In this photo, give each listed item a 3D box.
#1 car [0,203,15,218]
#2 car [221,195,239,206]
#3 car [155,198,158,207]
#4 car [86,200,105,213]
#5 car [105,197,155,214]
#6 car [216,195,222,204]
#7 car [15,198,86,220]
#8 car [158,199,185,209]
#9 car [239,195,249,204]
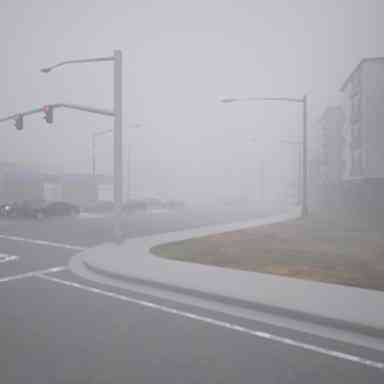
[{"bbox_3d":[-15.123,1.386,30.199,2.097,1.767,4.553,0,0,36],"label":"car"},{"bbox_3d":[6.259,1.595,54.579,1.994,1.385,4.181,0,0,5],"label":"car"},{"bbox_3d":[-5.969,1.514,46.472,1.882,1.535,5.008,0,0,16],"label":"car"},{"bbox_3d":[-10.204,1.598,37.306,1.994,1.385,4.181,0,0,31],"label":"car"},{"bbox_3d":[-6.690,1.522,36.382,2.128,1.511,4.902,0,0,30],"label":"car"},{"bbox_3d":[5.993,1.390,64.535,2.097,1.767,4.553,0,0,-8],"label":"car"},{"bbox_3d":[-12.003,1.507,28.532,1.882,1.535,5.008,0,0,36],"label":"car"},{"bbox_3d":[-2.544,1.633,45.665,1.895,1.301,4.718,0,0,16],"label":"car"},{"bbox_3d":[9.443,1.387,64.765,2.097,1.767,4.553,0,0,-8],"label":"car"}]
